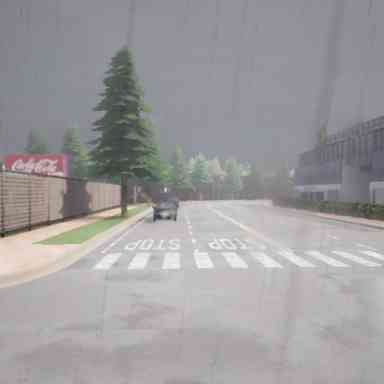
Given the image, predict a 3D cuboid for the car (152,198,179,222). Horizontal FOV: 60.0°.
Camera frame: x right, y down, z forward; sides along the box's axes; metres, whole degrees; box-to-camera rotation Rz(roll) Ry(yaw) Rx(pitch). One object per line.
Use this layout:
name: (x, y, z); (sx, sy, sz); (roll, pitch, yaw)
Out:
car: (-2.081, 1.506, 26.369); (2.128, 1.511, 4.902); (0, 0, -2)

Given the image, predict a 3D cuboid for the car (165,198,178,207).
car: (-3.146, 1.596, 51.385); (1.895, 1.301, 4.718); (0, 0, -2)
